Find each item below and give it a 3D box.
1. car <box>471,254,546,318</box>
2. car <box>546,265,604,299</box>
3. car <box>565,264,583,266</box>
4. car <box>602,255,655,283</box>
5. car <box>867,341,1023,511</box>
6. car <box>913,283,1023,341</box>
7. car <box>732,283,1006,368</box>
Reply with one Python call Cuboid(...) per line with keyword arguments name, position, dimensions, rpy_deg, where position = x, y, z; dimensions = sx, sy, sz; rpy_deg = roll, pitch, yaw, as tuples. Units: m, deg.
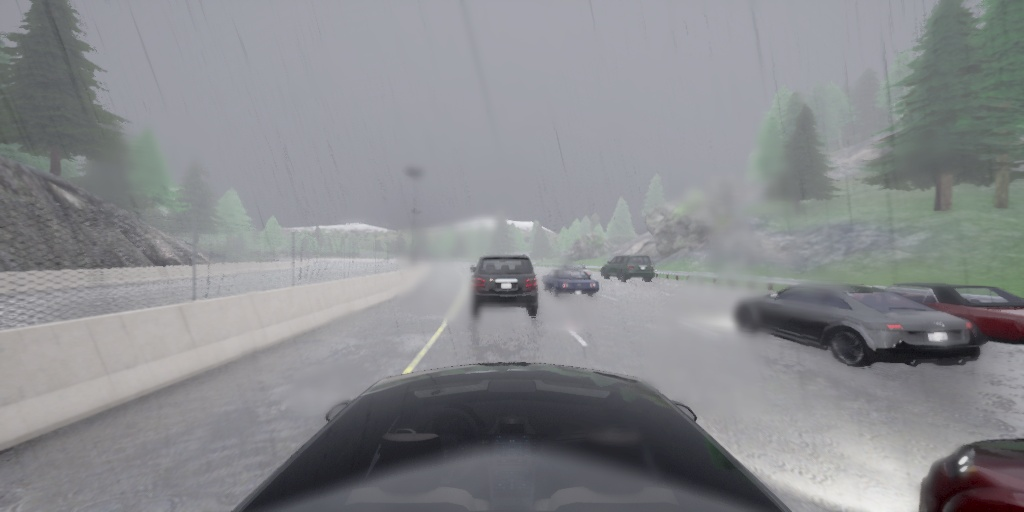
Cuboid(name="car", position=(-0.326, 0.967, 13.188), dimensions=(2.150, 2.045, 5.566), rpy_deg=(0, 0, -3))
Cuboid(name="car", position=(2.817, 1.338, 18.204), dimensions=(1.895, 1.301, 4.718), rpy_deg=(0, 0, -5))
Cuboid(name="car", position=(5.009, 1.328, 30.062), dimensions=(1.895, 1.301, 4.718), rpy_deg=(0, 0, -8))
Cuboid(name="car", position=(8.849, 0.942, 27.755), dimensions=(2.150, 2.045, 5.566), rpy_deg=(0, 0, -7))
Cuboid(name="car", position=(3.520, 1.307, 0.441), dimensions=(1.994, 1.385, 4.181), rpy_deg=(0, 0, 0))
Cuboid(name="car", position=(10.383, 1.326, 9.019), dimensions=(1.895, 1.301, 4.718), rpy_deg=(0, 0, -2))
Cuboid(name="car", position=(6.900, 1.297, 7.864), dimensions=(1.994, 1.385, 4.181), rpy_deg=(0, 0, -2))
